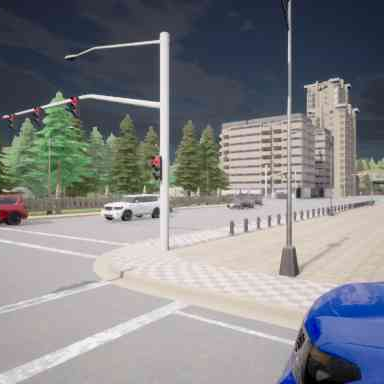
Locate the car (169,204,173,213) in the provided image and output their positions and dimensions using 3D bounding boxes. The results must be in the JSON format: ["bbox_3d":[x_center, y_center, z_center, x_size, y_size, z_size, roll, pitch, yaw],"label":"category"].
[{"bbox_3d":[-3.860,1.564,34.450,1.994,1.385,4.181,0,0,36],"label":"car"}]

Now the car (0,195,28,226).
[{"bbox_3d":[-13.383,1.222,21.105,2.150,2.045,5.566,0,0,36],"label":"car"}]

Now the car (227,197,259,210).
[{"bbox_3d":[6.249,1.491,42.574,2.128,1.511,4.902,0,0,36],"label":"car"}]

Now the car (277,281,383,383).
[{"bbox_3d":[3.280,1.221,1.626,5.566,2.045,2.150,0,0,36],"label":"car"}]

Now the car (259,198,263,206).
[{"bbox_3d":[9.696,1.493,53.315,2.128,1.511,4.902,0,0,36],"label":"car"}]

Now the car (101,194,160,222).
[{"bbox_3d":[-4.720,1.222,27.217,2.150,2.045,5.566,0,0,35],"label":"car"}]
